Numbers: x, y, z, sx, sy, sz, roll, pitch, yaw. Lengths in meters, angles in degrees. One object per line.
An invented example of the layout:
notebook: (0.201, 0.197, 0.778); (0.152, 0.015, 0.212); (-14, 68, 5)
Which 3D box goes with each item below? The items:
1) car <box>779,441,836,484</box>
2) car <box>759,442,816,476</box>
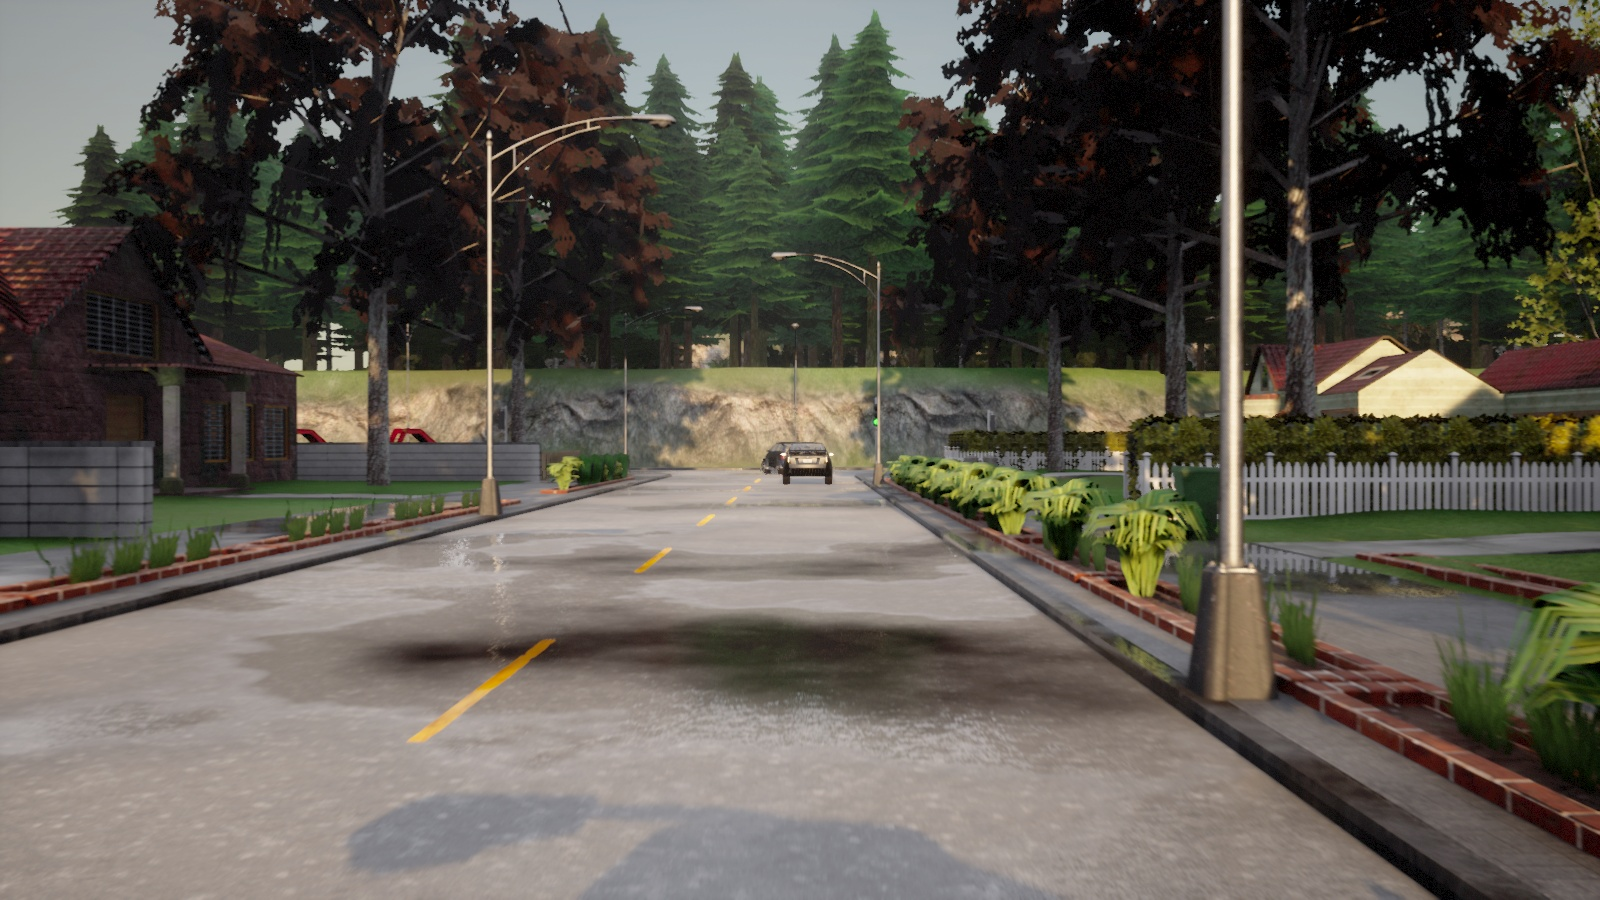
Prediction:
car: (0.281, 0.430, 46.800); (2.007, 1.525, 4.514); (0, 0, 0)
car: (-0.631, 0.389, 59.588); (1.789, 1.549, 3.705); (0, 0, -16)
